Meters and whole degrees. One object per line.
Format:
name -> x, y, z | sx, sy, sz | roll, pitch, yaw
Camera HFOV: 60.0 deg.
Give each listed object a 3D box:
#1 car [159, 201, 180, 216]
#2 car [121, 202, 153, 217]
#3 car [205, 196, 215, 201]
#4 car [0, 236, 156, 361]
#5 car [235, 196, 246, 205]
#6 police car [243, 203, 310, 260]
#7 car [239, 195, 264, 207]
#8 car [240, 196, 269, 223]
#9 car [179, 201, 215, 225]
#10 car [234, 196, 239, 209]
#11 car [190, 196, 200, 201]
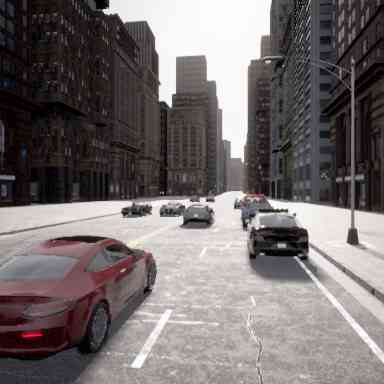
car -> -1.833, 1.583, 32.079 | 1.994, 1.385, 4.181 | 0, 0, 8
car -> -5.180, 1.619, 31.611 | 1.895, 1.301, 4.718 | 0, 0, 8
car -> 4.027, 1.570, 73.022 | 1.882, 1.535, 5.008 | 0, 0, 8
car -> -2.009, 1.527, 6.073 | 1.812, 1.442, 4.674 | 0, 0, 8
car -> 9.249, 1.567, 63.485 | 2.128, 1.511, 4.902 | 0, 0, 8
police car -> 3.083, 1.429, 12.649 | 1.930, 1.638, 5.238 | 0, 0, 8
car -> 5.301, 1.240, 28.415 | 2.150, 2.045, 5.566 | 0, 0, 8
car -> 4.456, 1.362, 22.414 | 2.097, 1.767, 4.553 | 0, 0, 8
car -> 0.572, 1.576, 24.408 | 1.994, 1.385, 4.181 | 0, 0, 8
car -> 6.858, 1.603, 46.429 | 1.994, 1.385, 4.181 | 0, 0, 8
car -> 0.634, 1.592, 72.237 | 1.837, 1.490, 4.892 | 0, 0, 8
